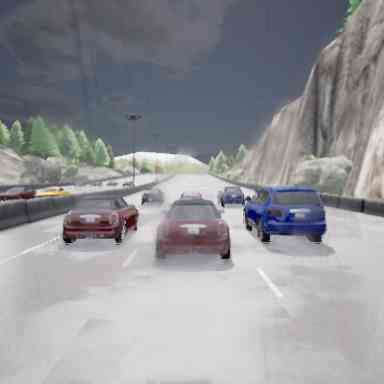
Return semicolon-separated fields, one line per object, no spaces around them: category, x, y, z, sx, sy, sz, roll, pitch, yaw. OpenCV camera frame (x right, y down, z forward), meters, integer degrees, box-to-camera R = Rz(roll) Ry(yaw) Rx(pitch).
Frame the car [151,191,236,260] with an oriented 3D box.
car;0.033;0.988;11.062;2.097;1.767;4.553;0;2;0

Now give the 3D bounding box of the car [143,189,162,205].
car;-3.565;0.411;30.800;1.812;1.442;4.674;0;2;0

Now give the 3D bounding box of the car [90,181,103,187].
car;-21.401;-1.830;74.681;1.994;1.385;4.181;0;3;0

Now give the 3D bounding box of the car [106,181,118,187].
car;-17.901;-1.833;74.700;1.994;1.385;4.181;0;3;0

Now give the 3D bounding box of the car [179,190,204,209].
car;-0.053;0.595;28.088;1.895;1.301;4.718;0;2;0

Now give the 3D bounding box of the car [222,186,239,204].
car;3.439;0.284;29.532;2.097;1.767;4.553;0;2;0

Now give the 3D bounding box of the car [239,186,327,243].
car;3.528;0.767;13.564;2.150;2.045;5.566;0;2;0

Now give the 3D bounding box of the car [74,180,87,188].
car;-24.899;-1.821;74.245;2.128;1.511;4.902;0;3;0

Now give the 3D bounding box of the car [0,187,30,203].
car;-17.774;0.229;34.202;1.882;1.535;5.008;0;3;0

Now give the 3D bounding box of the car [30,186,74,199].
car;-14.274;0.225;34.235;1.882;1.535;5.008;0;3;0

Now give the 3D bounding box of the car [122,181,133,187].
car;-14.401;-1.849;74.718;2.033;1.411;5.357;0;3;0

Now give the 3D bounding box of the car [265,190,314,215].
car;6.958;0.683;24.466;2.033;1.411;5.357;0;2;0

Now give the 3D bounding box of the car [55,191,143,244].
car;-3.475;0.906;13.460;2.097;1.767;4.553;0;2;0
